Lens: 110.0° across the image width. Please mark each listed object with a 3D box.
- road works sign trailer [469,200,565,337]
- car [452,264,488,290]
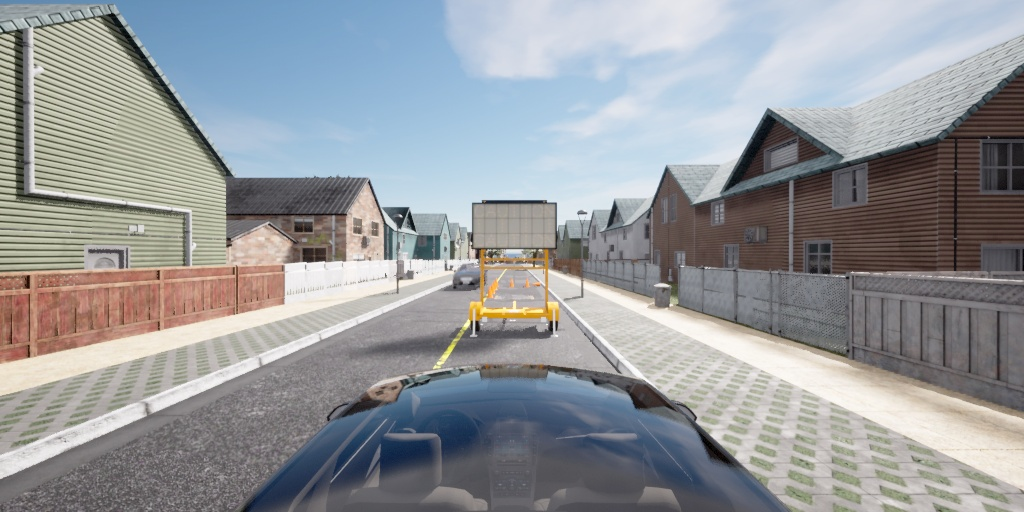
[{"bbox_3d":[0.069,0.214,10.264,2.380,3.560,2.880,0,0,1],"label":"road works sign trailer"},{"bbox_3d":[-2.600,1.258,22.894,2.128,1.511,4.902,0,0,0],"label":"car"}]
